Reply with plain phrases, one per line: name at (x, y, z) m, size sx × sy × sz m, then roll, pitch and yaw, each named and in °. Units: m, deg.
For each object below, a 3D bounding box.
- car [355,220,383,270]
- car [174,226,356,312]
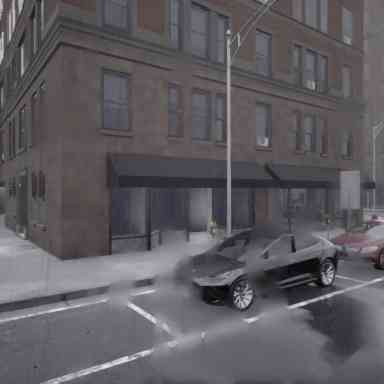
car at (6.119, 1.582, 10.898) m, size 4.206 × 1.307 × 1.802 m, roll 0°, pitch 0°, yaw -35°
car at (1.640, 1.566, 7.704) m, size 4.313 × 1.339 × 1.947 m, roll 0°, pitch 0°, yaw -35°
